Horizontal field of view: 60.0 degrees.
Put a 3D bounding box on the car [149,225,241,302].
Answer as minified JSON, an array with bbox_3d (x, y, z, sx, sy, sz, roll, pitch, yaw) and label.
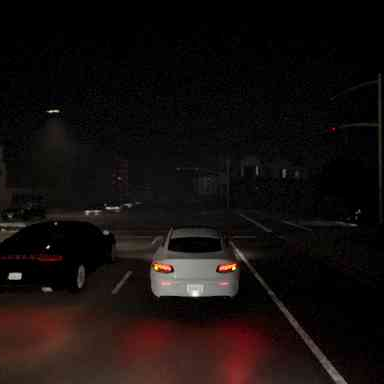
[{"bbox_3d":[0.071,1.538,8.157,1.812,1.442,4.674,0,0,0],"label":"car"}]

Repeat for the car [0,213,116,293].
[{"bbox_3d":[-3.425,1.495,8.945,1.882,1.535,5.008,0,0,0],"label":"car"}]

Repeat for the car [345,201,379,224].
[{"bbox_3d":[14.262,1.484,25.471,4.553,1.767,2.097,0,-1,0],"label":"car"}]

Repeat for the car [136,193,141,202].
[{"bbox_3d":[-13.958,1.384,81.935,2.150,2.045,5.566,0,1,0],"label":"car"}]

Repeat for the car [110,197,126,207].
[{"bbox_3d":[-14.024,1.996,61.035,1.895,1.301,4.718,0,0,0],"label":"car"}]

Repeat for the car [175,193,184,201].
[{"bbox_3d":[-3.455,1.394,88.984,2.150,2.045,5.566,0,0,0],"label":"car"}]

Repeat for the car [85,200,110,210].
[{"bbox_3d":[-14.081,1.937,48.848,2.033,1.411,5.357,0,-1,0],"label":"car"}]

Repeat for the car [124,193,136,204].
[{"bbox_3d":[-13.964,1.634,71.192,2.097,1.767,4.553,0,1,0],"label":"car"}]

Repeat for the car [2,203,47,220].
[{"bbox_3d":[-14.087,1.667,28.225,2.128,1.511,4.902,0,-1,0],"label":"car"}]

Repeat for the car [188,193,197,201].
[{"bbox_3d":[0.045,1.390,89.285,2.150,2.045,5.566,0,-1,0],"label":"car"}]
